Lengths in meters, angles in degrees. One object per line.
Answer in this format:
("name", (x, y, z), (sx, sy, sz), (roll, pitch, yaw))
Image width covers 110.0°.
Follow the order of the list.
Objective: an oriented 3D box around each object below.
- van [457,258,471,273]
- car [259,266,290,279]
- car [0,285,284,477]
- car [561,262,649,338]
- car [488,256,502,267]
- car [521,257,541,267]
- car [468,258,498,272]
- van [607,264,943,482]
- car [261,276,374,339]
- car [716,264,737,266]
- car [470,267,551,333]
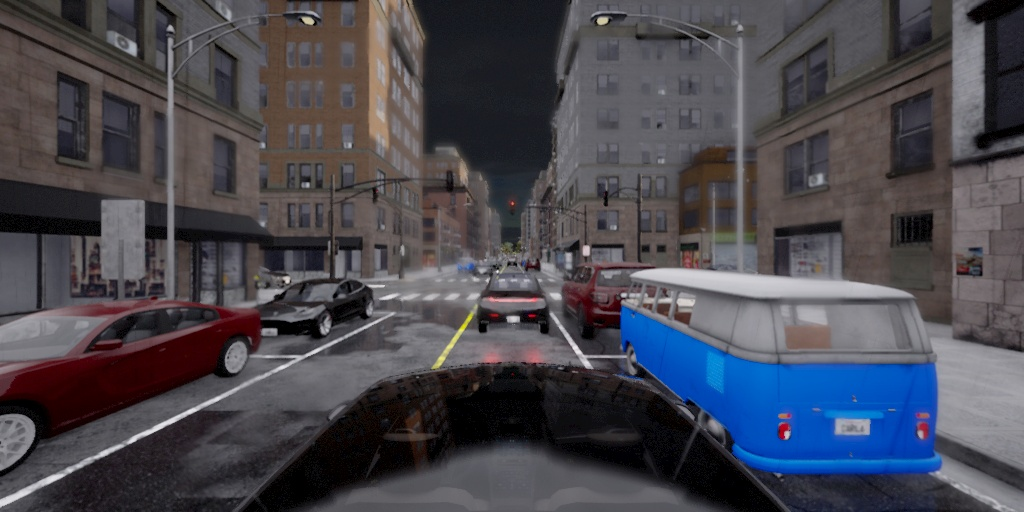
("van", (-5.387, 1.096, 42.108), (1.690, 1.789, 3.998), (0, 0, 0))
("car", (-16.233, 1.309, 22.019), (4.902, 1.511, 2.128), (0, 0, 0))
("car", (-5.382, 1.296, 4.634), (1.888, 1.381, 4.507), (0, 0, 0))
("car", (2.646, 1.067, 10.142), (2.192, 1.841, 5.009), (0, 0, 0))
("car", (-2.820, 1.109, 49.985), (2.097, 1.767, 4.553), (0, 0, 0))
("car", (2.728, 1.070, 47.513), (2.192, 1.841, 5.009), (0, 0, 0))
("car", (-2.795, 1.247, 35.681), (2.128, 1.511, 4.902), (0, 0, -1))
("van", (2.644, 1.091, 4.630), (1.690, 1.789, 3.998), (0, 0, 0))
("car", (-5.379, 1.318, 10.145), (1.948, 1.339, 4.313), (0, 0, 0))
("car", (14.668, 1.248, 25.009), (4.181, 1.385, 1.994), (0, 0, 0))
("car", (0.054, 1.244, 10.683), (2.128, 1.511, 4.902), (0, 0, 0))
